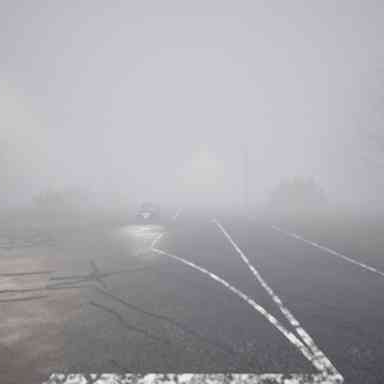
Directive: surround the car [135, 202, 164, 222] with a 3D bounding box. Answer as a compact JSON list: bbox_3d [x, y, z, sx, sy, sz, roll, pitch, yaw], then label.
[{"bbox_3d":[-3.339,1.545,26.707,2.128,1.511,4.902,0,0,0],"label":"car"}]
